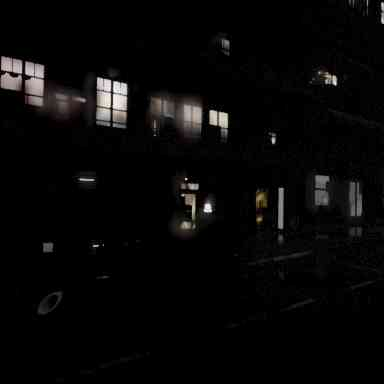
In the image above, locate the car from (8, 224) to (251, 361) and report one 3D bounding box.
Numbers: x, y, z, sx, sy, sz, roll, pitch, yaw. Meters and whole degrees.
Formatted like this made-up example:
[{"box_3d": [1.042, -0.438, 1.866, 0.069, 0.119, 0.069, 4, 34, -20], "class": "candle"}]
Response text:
[{"box_3d": [-0.928, 1.441, 5.886, 4.097, 1.590, 1.967, 0, 1, -36], "class": "car"}]
